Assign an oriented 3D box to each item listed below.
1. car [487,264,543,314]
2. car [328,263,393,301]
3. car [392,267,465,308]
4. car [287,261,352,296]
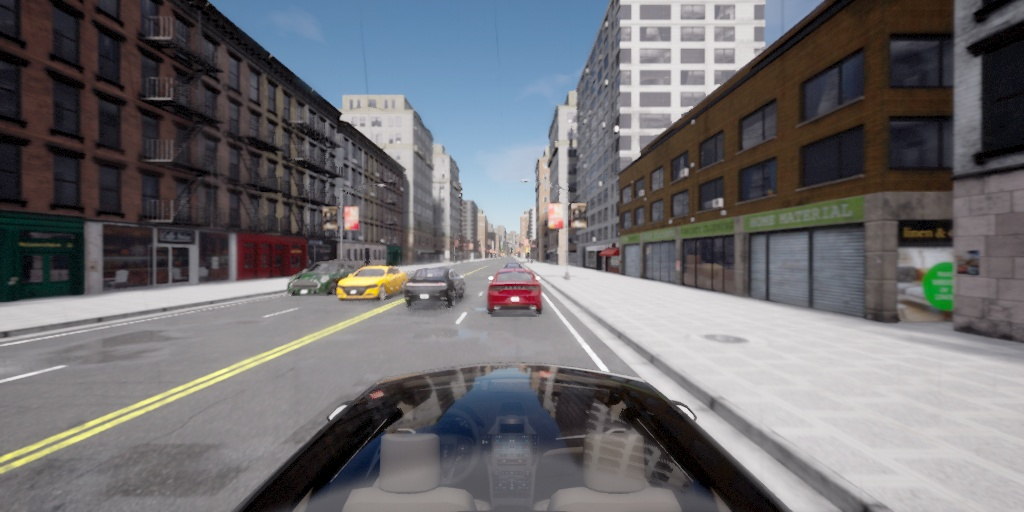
[{"bbox_3d":[0.101,1.225,13.868,1.882,1.535,5.008,0,0,0],"label":"car"},{"bbox_3d":[-6.599,1.224,17.422,1.882,1.535,5.008,0,0,0],"label":"car"},{"bbox_3d":[-3.149,1.238,15.326,2.128,1.511,4.902,0,0,0],"label":"car"},{"bbox_3d":[-9.846,1.097,19.222,2.097,1.767,4.553,0,0,0],"label":"car"}]
